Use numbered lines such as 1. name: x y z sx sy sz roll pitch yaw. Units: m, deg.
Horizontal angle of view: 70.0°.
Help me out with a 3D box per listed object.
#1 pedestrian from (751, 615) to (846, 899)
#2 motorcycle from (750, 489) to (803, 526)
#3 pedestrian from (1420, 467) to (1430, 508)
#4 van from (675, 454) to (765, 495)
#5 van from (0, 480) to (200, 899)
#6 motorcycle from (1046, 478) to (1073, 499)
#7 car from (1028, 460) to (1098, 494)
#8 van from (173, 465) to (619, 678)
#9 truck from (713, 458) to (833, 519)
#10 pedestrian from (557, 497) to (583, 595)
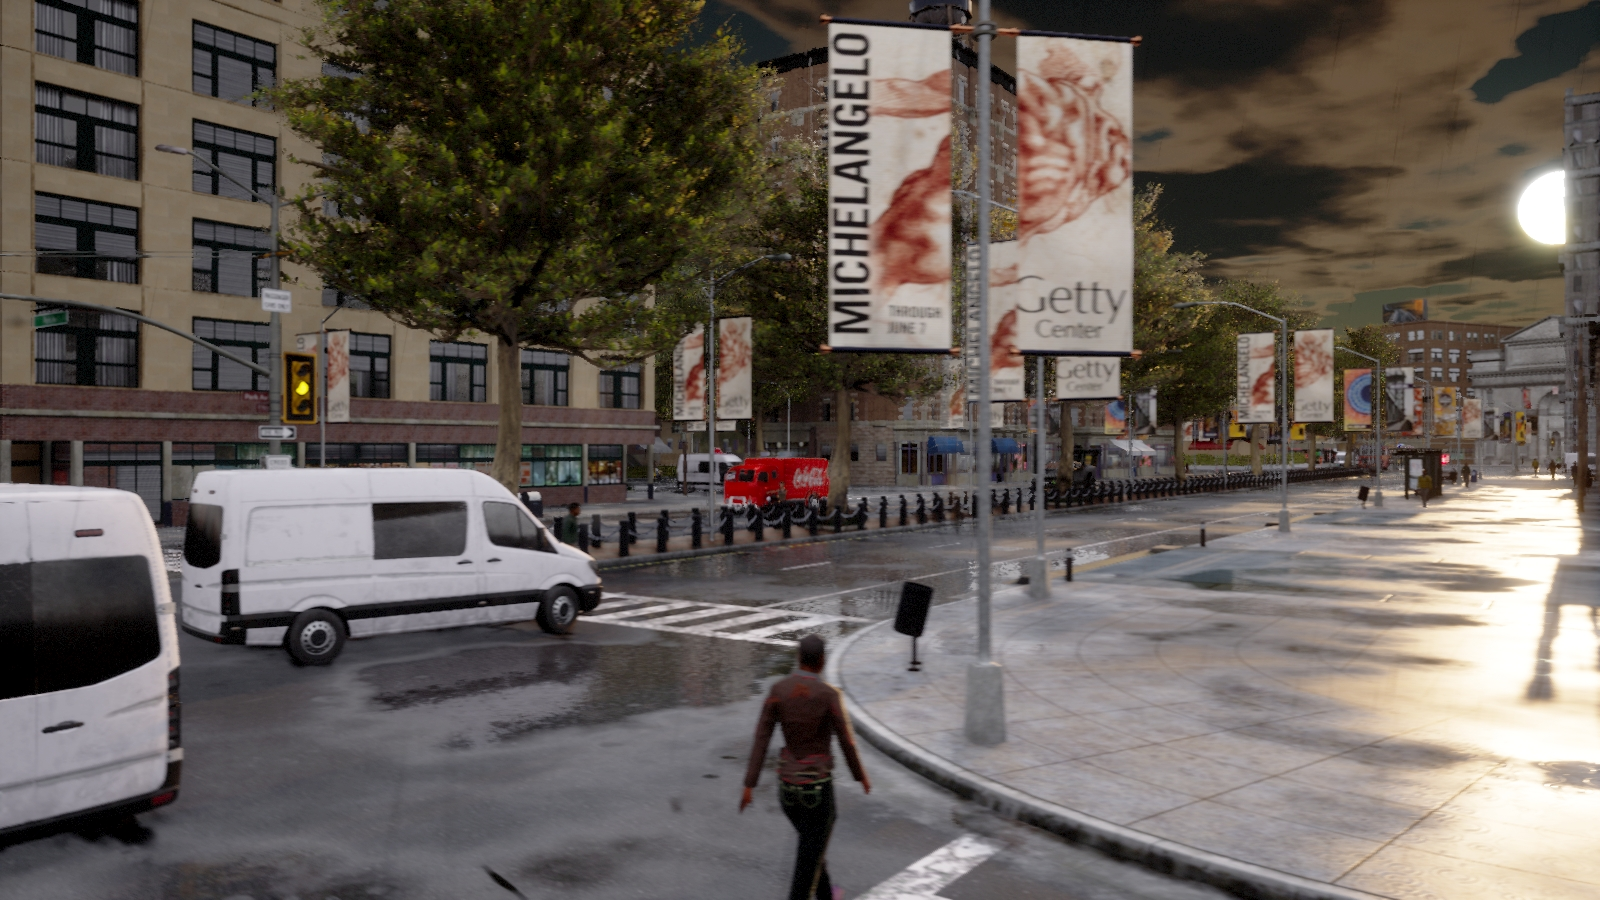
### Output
1. pedestrian: -0.005 1.850 6.128 0.375 1.860 0.375 0 0 28
2. motorcycle: -0.869 2.176 43.294 0.764 1.277 2.356 0 0 35
3. pedestrian: 28.254 1.698 51.661 0.375 1.860 0.375 0 0 36
4. van: -5.267 1.546 74.863 5.915 2.561 1.988 0 0 34
5. van: -7.170 1.538 8.830 5.915 2.561 1.988 0 0 35
6. motorcycle: 15.022 2.219 66.127 0.803 1.145 2.033 0 0 35
7. car: 17.511 1.761 75.833 2.390 2.098 6.274 0 0 35
8. van: -5.708 1.538 16.865 5.915 2.561 1.988 0 0 -43
9. truck: -1.087 1.575 49.105 2.627 2.467 5.204 0 0 35
10. pedestrian: -4.467 1.853 22.156 0.375 1.860 0.375 0 0 13
